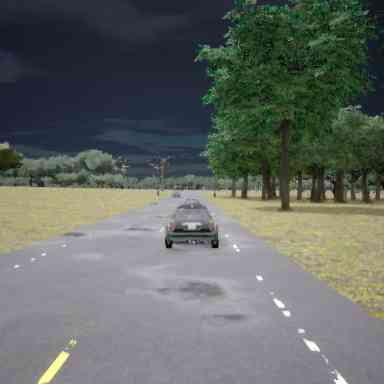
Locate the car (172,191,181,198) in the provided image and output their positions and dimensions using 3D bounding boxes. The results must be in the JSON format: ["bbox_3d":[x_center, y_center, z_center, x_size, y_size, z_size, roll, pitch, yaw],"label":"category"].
[{"bbox_3d":[-3.499,0.640,75.956,1.837,1.490,4.892,0,1,0],"label":"car"}]

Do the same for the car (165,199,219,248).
[{"bbox_3d":[0.001,1.330,14.621,2.097,1.767,4.553,0,0,0],"label":"car"}]
